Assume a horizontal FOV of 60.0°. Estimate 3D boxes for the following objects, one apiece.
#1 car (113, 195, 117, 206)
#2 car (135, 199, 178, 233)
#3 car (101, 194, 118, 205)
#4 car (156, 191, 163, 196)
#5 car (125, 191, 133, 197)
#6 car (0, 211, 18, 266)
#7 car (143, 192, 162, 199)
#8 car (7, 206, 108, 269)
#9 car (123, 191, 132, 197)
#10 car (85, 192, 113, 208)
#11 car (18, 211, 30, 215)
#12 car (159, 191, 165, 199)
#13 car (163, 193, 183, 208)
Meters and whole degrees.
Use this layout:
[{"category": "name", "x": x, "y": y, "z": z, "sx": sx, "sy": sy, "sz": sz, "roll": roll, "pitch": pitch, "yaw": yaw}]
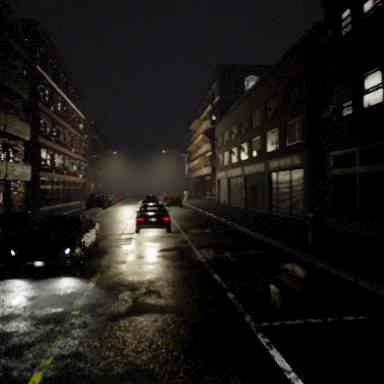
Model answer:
[{"category": "car", "x": -11.019, "y": 1.021, "z": 42.023, "sx": 1.967, "sy": 1.590, "sz": 4.097, "roll": -1, "pitch": 1, "yaw": -7}, {"category": "car", "x": -2.141, "y": 1.325, "z": 18.259, "sx": 2.033, "sy": 1.411, "sz": 5.357, "roll": -1, "pitch": 1, "yaw": -7}, {"category": "car", "x": -11.742, "y": 1.058, "z": 47.614, "sx": 1.887, "sy": 1.381, "sz": 4.507, "roll": -1, "pitch": 1, "yaw": -7}, {"category": "car", "x": -9.249, "y": 0.350, "z": 93.566, "sx": 1.752, "sy": 1.417, "sz": 4.829, "roll": -1, "pitch": 1, "yaw": -7}, {"category": "car", "x": -17.538, "y": 0.521, "z": 92.326, "sx": 2.008, "sy": 1.369, "sz": 4.403, "roll": -1, "pitch": 1, "yaw": -7}, {"category": "car", "x": -6.673, "y": 1.298, "z": 8.487, "sx": 2.192, "sy": 1.841, "sz": 5.009, "roll": -1, "pitch": 1, "yaw": -7}, {"category": "car", "x": -4.816, "y": 1.052, "z": 39.107, "sx": 1.812, "sy": 1.442, "sz": 4.674, "roll": -1, "pitch": 1, "yaw": -7}, {"category": "car", "x": -4.323, "y": 1.456, "z": 11.289, "sx": 2.033, "sy": 1.411, "sz": 5.357, "roll": -1, "pitch": 1, "yaw": -7}, {"category": "car", "x": -16.813, "y": 0.589, "z": 86.737, "sx": 2.008, "sy": 1.369, "sz": 4.403, "roll": -1, "pitch": 1, "yaw": -7}, {"category": "car", "x": -10.296, "y": 0.964, "z": 36.433, "sx": 2.192, "sy": 1.841, "sz": 5.009, "roll": -1, "pitch": 1, "yaw": -7}, {"category": "car", "x": -7.395, "y": 1.499, "z": 14.080, "sx": 1.802, "sy": 1.307, "sz": 4.206, "roll": -1, "pitch": 1, "yaw": -7}, {"category": "car", "x": -3.432, "y": 0.915, "z": 48.685, "sx": 1.887, "sy": 1.381, "sz": 4.507, "roll": -1, "pitch": 1, "yaw": -7}, {"category": "car", "x": -2.005, "y": 1.029, "z": 37.675, "sx": 1.752, "sy": 1.417, "sz": 4.829, "roll": -1, "pitch": 1, "yaw": -7}]
